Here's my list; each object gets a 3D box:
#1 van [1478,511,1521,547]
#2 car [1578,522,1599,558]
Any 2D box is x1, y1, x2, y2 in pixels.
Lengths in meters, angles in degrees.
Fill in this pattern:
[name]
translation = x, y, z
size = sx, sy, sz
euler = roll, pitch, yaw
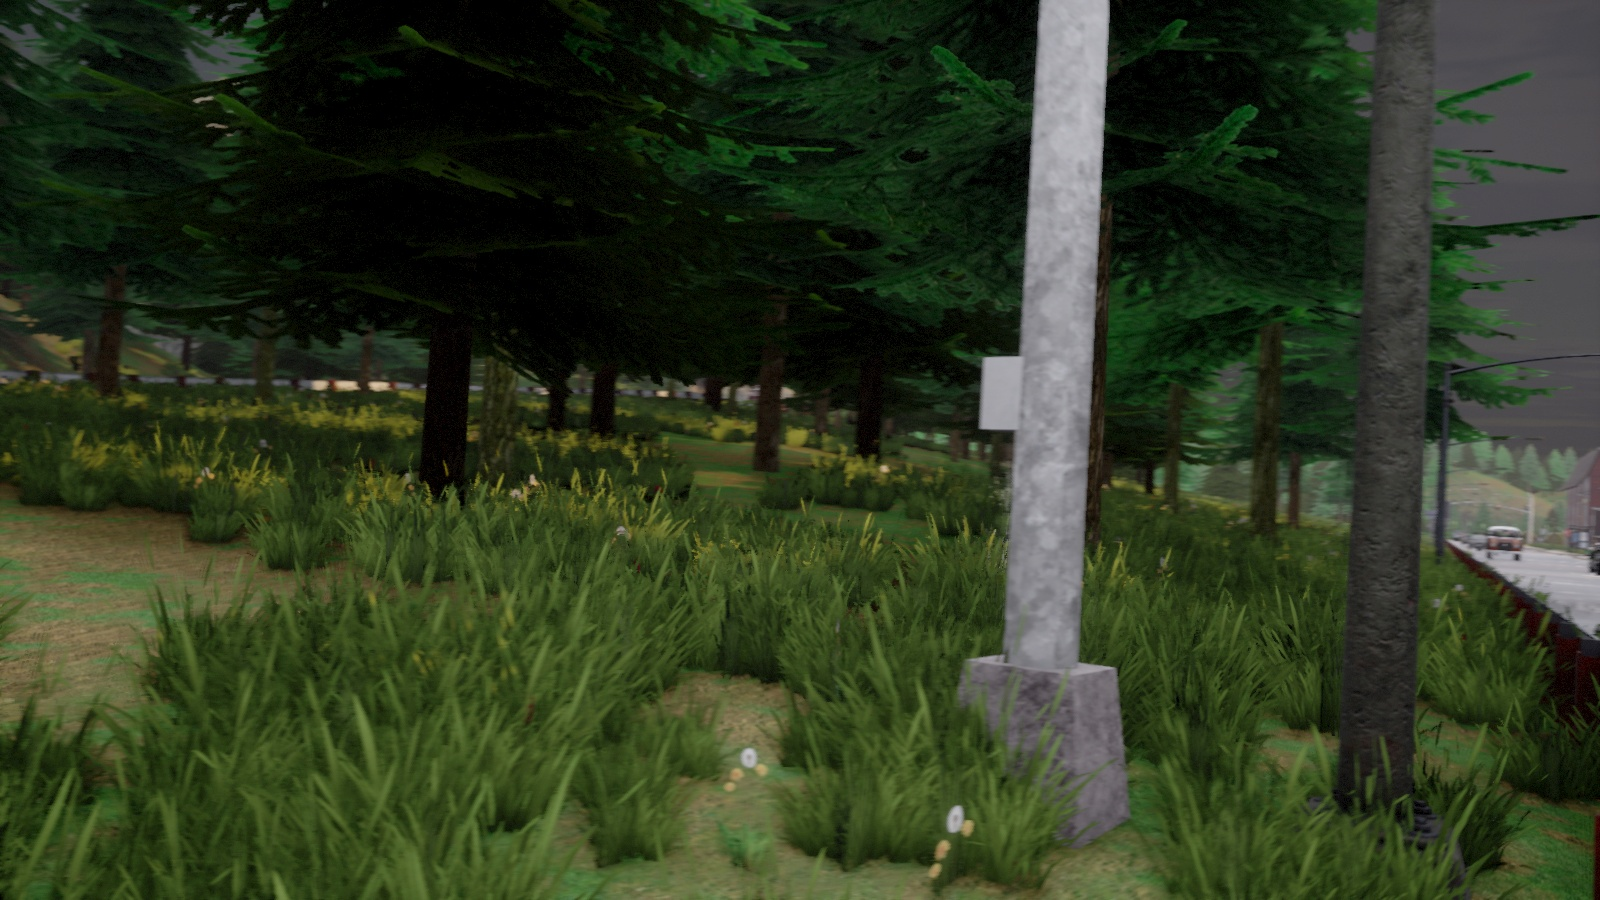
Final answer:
[van]
translation = 42.596, 4.775, 76.558
size = 2.069, 2.038, 4.480
euler = 1, -2, 27
[car]
translation = 35.853, 3.988, 55.429
size = 2.128, 1.511, 4.902
euler = 1, -2, 27
